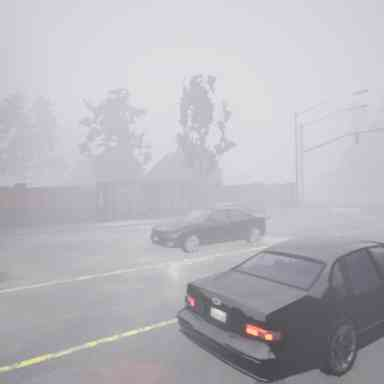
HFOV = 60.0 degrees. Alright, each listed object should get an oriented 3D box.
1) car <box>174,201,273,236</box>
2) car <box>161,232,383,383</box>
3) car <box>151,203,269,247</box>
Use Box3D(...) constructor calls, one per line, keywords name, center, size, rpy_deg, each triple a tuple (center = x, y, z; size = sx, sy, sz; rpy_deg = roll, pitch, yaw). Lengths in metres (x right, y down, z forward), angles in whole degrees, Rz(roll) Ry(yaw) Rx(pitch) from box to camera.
Box3D(name="car", center=(1.834, 1.313, 18.190), size=(5.357, 1.411, 2.033), rpy_deg=(-2, 1, -35))
Box3D(name="car", center=(2.348, 1.458, 5.417), size=(5.357, 1.411, 2.033), rpy_deg=(-1, 1, -36))
Box3D(name="car", center=(0.765, 1.325, 13.131), size=(5.008, 1.535, 1.882), rpy_deg=(-1, 1, -35))
